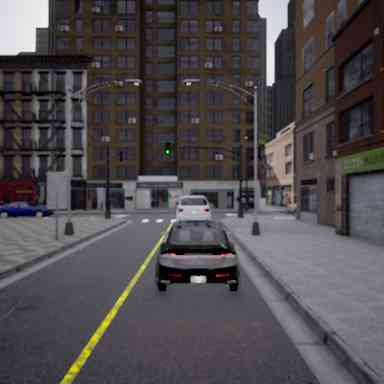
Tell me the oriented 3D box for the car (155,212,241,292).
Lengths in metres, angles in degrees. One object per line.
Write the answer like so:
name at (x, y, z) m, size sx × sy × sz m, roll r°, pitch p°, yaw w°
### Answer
car at (0.126, 1.508, 8.954) m, size 2.128 × 1.511 × 4.902 m, roll 0°, pitch 0°, yaw 0°

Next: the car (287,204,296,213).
car at (12.167, 1.463, 34.259) m, size 4.674 × 1.442 × 1.812 m, roll -1°, pitch 0°, yaw -1°

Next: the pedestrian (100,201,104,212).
pedestrian at (-10.046, 1.572, 37.090) m, size 0.375 × 1.300 × 0.375 m, roll 0°, pitch 0°, yaw -1°

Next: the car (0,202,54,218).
car at (-15.381, 1.640, 30.797) m, size 5.008 × 1.535 × 1.882 m, roll 0°, pitch 0°, yaw -1°

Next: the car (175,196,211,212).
car at (0.059, 1.259, 22.645) m, size 2.150 × 2.045 × 5.566 m, roll 0°, pitch 0°, yaw -1°
